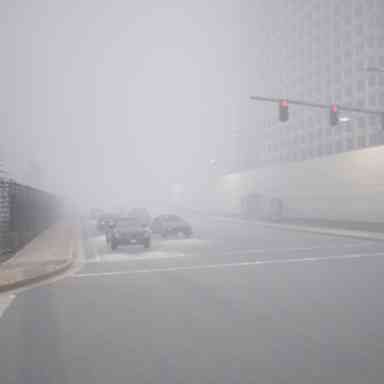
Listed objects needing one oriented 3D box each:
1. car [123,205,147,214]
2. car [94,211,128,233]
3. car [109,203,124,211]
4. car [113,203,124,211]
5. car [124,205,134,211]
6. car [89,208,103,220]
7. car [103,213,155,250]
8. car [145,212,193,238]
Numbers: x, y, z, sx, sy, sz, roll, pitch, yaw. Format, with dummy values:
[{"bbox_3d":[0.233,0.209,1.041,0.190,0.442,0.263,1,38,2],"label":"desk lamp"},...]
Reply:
[{"bbox_3d":[-5.501,2.450,34.487,2.097,1.767,4.553,0,-2,-19],"label":"car"},{"bbox_3d":[-6.536,2.458,26.661,1.895,1.301,4.718,0,-2,-19],"label":"car"},{"bbox_3d":[-10.853,2.980,50.408,2.097,1.767,4.553,0,-2,-18],"label":"car"},{"bbox_3d":[-18.780,3.811,84.567,2.150,2.045,5.566,0,-2,-19],"label":"car"},{"bbox_3d":[-17.067,4.390,90.382,1.882,1.535,5.008,0,-2,-19],"label":"car"},{"bbox_3d":[-13.182,3.005,46.301,2.128,1.511,4.902,0,-2,-18],"label":"car"},{"bbox_3d":[-3.457,2.083,17.637,1.812,1.442,4.674,0,-2,-19],"label":"car"},{"bbox_3d":[-1.560,2.261,22.916,2.033,1.411,5.357,0,-2,-19],"label":"car"}]
